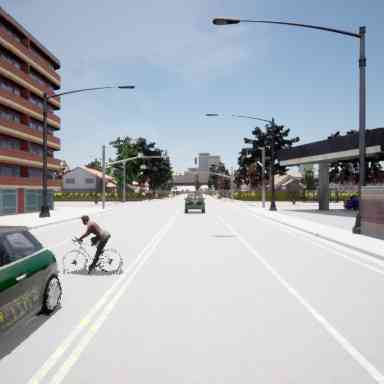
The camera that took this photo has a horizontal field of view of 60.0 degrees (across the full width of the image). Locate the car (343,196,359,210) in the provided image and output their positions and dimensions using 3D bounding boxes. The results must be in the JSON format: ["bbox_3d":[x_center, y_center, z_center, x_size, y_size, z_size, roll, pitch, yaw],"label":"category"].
[{"bbox_3d":[20.501,1.295,39.459,4.611,1.667,2.242,0,0,2],"label":"car"}]

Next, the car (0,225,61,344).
[{"bbox_3d":[-3.579,1.352,4.500,2.097,1.767,4.553,0,0,0],"label":"car"}]

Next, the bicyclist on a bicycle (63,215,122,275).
[{"bbox_3d":[-2.744,1.455,9.115,1.656,1.620,0.582,-2,0,0],"label":"bicyclist on a bicycle"}]

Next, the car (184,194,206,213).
[{"bbox_3d":[0.311,1.221,36.541,2.150,2.045,5.566,0,0,0],"label":"car"}]
